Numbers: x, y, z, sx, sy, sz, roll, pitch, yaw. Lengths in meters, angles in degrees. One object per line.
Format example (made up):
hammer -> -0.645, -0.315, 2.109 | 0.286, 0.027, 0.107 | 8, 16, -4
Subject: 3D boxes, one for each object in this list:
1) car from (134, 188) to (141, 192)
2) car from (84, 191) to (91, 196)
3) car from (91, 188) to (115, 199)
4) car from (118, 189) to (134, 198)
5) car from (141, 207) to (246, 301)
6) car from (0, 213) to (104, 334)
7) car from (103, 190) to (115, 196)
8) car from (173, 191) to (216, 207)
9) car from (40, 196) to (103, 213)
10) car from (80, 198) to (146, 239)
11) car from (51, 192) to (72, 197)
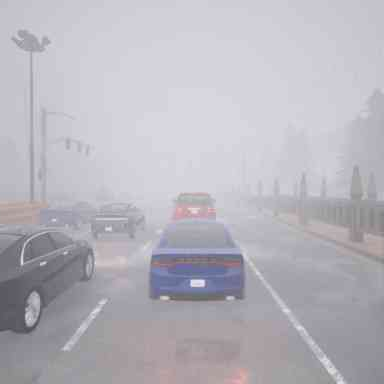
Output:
car -> -13.741, -0.010, 83.295 | 2.150, 2.045, 5.566 | 0, 1, 0
car -> -20.794, 0.516, 68.407 | 2.128, 1.511, 4.902 | 0, 1, 0
car -> -13.938, 0.441, 53.335 | 2.150, 2.045, 5.566 | 0, 1, 0
car -> -13.796, 0.550, 68.014 | 1.994, 1.385, 4.181 | 0, 1, 0
car -> 0.100, 1.383, 8.202 | 1.882, 1.535, 5.008 | 0, 1, 0
car -> -3.402, 1.434, 6.615 | 1.837, 1.490, 4.892 | 0, 1, 0
car -> -20.740, 0.284, 83.615 | 1.812, 1.442, 4.674 | 0, 1, 0
car -> 0.121, 0.977, 18.071 | 2.150, 2.045, 5.566 | 0, 1, 0
car -> -6.872, 1.218, 19.070 | 1.882, 1.535, 5.008 | 0, 1, 0
car -> -3.381, 1.279, 15.988 | 2.128, 1.511, 4.902 | 0, 1, 0
car -> -21.106, 0.718, 53.719 | 1.837, 1.490, 4.892 | 0, 1, 3
